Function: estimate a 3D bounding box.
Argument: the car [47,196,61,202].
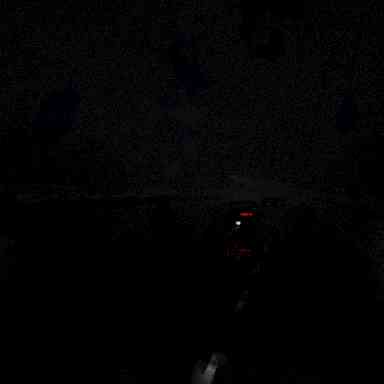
[{"bbox_3d":[-18.009,1.222,46.347,1.895,1.301,4.718,0,0,17],"label":"car"}]

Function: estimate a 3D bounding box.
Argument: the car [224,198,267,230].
[{"bbox_3d":[3.164,1.325,19.749,1.837,1.490,4.892,0,1,17],"label":"car"}]

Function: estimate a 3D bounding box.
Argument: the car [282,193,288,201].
[{"bbox_3d":[21.982,1.434,81.566,1.837,1.490,4.892,0,0,17],"label":"car"}]

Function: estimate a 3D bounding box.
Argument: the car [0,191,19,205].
[{"bbox_3d":[-14.416,1.019,22.427,2.150,2.045,5.566,0,1,17],"label":"car"}]

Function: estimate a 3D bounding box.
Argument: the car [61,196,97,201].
[{"bbox_3d":[-14.888,1.233,44.608,1.895,1.301,4.718,0,0,17],"label":"car"}]

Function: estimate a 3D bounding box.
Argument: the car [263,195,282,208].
[{"bbox_3d":[9.605,1.172,40.904,2.128,1.511,4.902,0,0,17],"label":"car"}]

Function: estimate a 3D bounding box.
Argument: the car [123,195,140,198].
[{"bbox_3d":[-7.947,1.142,43.344,2.128,1.511,4.902,0,0,17],"label":"car"}]

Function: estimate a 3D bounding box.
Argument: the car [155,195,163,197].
[{"bbox_3d":[-7.833,1.336,79.768,1.895,1.301,4.718,0,-1,17],"label":"car"}]

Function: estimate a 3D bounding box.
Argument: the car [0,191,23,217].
[{"bbox_3d":[-16.695,0.977,26.956,2.150,2.045,5.566,0,1,17],"label":"car"}]

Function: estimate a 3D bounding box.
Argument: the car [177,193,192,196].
[{"bbox_3d":[-1.118,1.114,77.789,2.097,1.767,4.553,0,-1,17],"label":"car"}]

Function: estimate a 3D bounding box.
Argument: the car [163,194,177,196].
[{"bbox_3d":[-4.476,1.275,78.778,2.128,1.511,4.902,0,-1,17],"label":"car"}]
